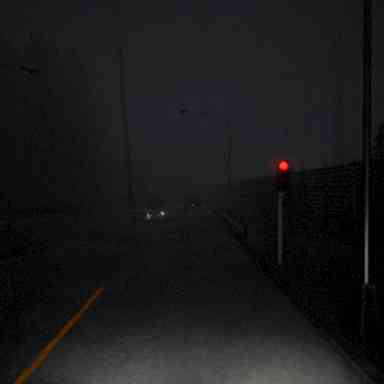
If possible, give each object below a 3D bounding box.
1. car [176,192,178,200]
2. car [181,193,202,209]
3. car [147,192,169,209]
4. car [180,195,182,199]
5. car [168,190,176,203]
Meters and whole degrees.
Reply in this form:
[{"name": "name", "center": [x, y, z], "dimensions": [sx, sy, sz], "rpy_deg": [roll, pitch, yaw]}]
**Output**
[{"name": "car", "center": [-4.155, 0.622, 69.890], "dimensions": [2.150, 2.045, 5.566], "rpy_deg": [0, 0, -4]}, {"name": "car", "center": [0.029, 1.174, 38.586], "dimensions": [1.837, 1.490, 4.892], "rpy_deg": [0, 1, 0]}, {"name": "car", "center": [-4.165, 1.142, 39.145], "dimensions": [1.882, 1.535, 5.008], "rpy_deg": [0, 1, 0]}, {"name": "car", "center": [-1.076, 0.907, 73.941], "dimensions": [2.033, 1.411, 5.357], "rpy_deg": [0, 1, -23]}, {"name": "car", "center": [-4.172, 0.884, 54.604], "dimensions": [2.097, 1.767, 4.553], "rpy_deg": [0, 1, 0]}]
